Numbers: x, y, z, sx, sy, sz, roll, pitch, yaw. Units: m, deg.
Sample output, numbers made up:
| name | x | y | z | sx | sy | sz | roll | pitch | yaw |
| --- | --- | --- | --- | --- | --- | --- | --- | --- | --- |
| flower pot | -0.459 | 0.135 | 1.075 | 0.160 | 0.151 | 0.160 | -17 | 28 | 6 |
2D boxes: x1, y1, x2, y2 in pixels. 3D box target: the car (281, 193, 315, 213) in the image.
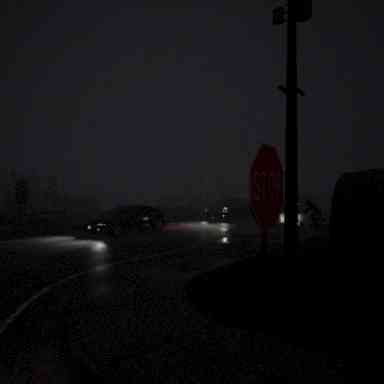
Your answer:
| name | x | y | z | sx | sy | sz | roll | pitch | yaw |
| --- | --- | --- | --- | --- | --- | --- | --- | --- | --- |
| car | 11.695 | 1.143 | 36.550 | 2.150 | 2.045 | 5.566 | 0 | 0 | 39 |

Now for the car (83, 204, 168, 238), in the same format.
| name | x | y | z | sx | sy | sz | roll | pitch | yaw |
| --- | --- | --- | --- | --- | --- | --- | --- | --- | --- |
| car | -3.331 | 1.421 | 17.529 | 1.837 | 1.490 | 4.892 | 0 | 0 | 38 |

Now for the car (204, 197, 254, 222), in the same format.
| name | x | y | z | sx | sy | sz | roll | pitch | yaw |
| --- | --- | --- | --- | --- | --- | --- | --- | --- | --- |
| car | 2.896 | 1.270 | 25.420 | 2.097 | 1.767 | 4.553 | 0 | 0 | 38 |

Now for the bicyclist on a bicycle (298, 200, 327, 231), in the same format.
| name | x | y | z | sx | sy | sz | roll | pitch | yaw |
| --- | --- | --- | --- | --- | --- | --- | --- | --- | --- |
| bicyclist on a bicycle | 6.311 | 1.246 | 17.669 | 1.656 | 1.620 | 0.582 | 0 | 0 | 38 |
